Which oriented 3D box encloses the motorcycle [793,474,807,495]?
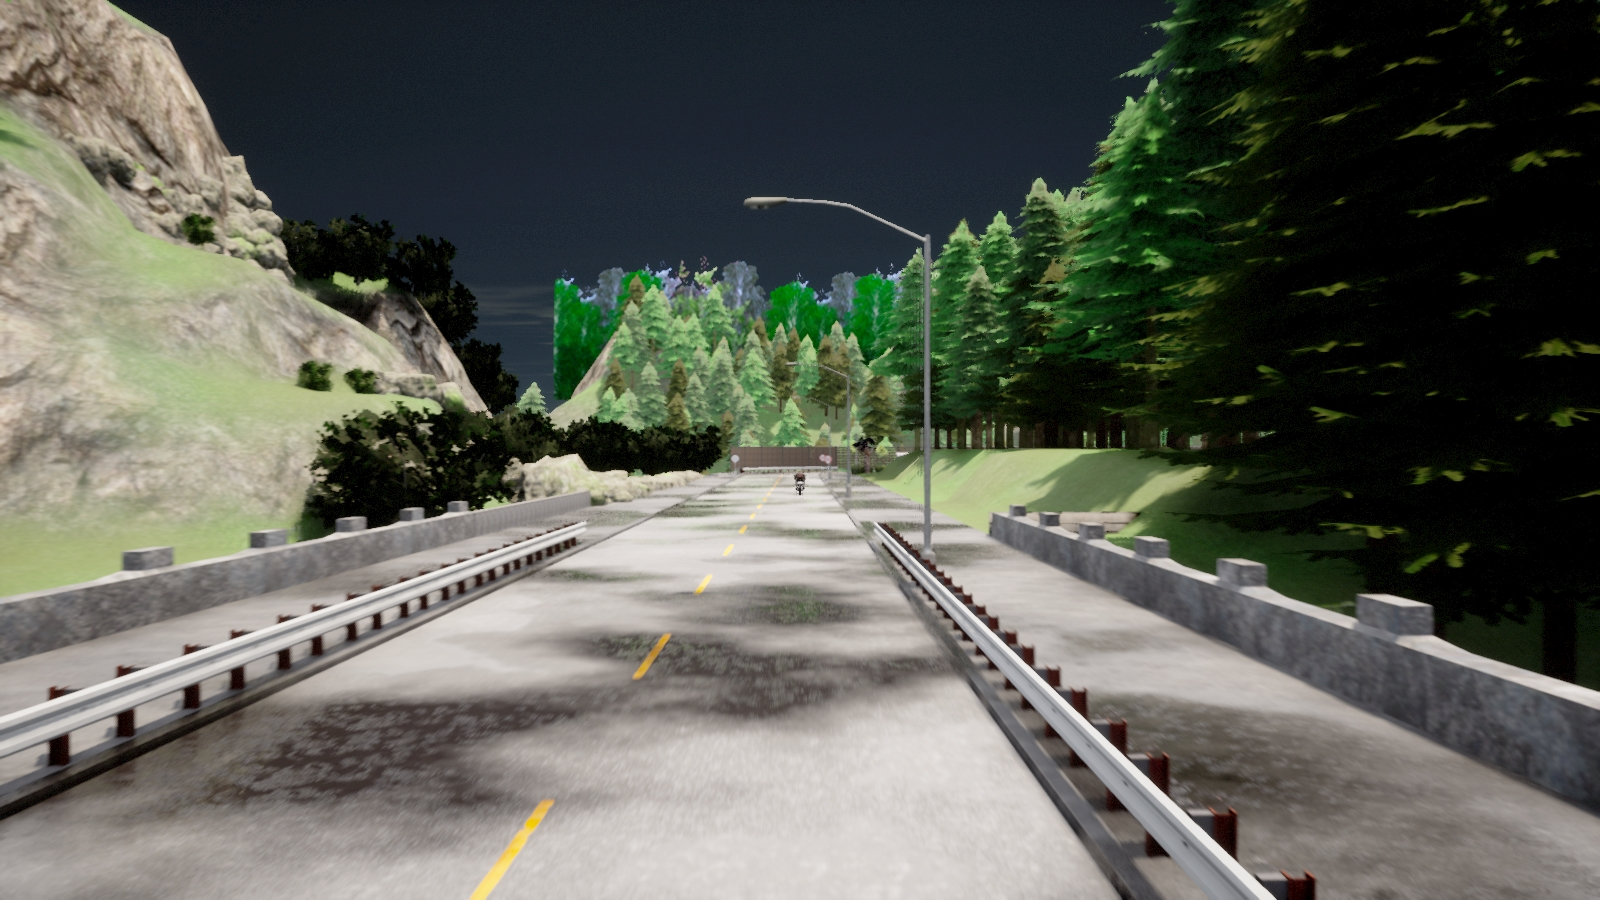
[{"bbox_3d":[0.007,2.206,73.092,0.867,1.251,2.209,0,0,0],"label":"motorcycle"}]
